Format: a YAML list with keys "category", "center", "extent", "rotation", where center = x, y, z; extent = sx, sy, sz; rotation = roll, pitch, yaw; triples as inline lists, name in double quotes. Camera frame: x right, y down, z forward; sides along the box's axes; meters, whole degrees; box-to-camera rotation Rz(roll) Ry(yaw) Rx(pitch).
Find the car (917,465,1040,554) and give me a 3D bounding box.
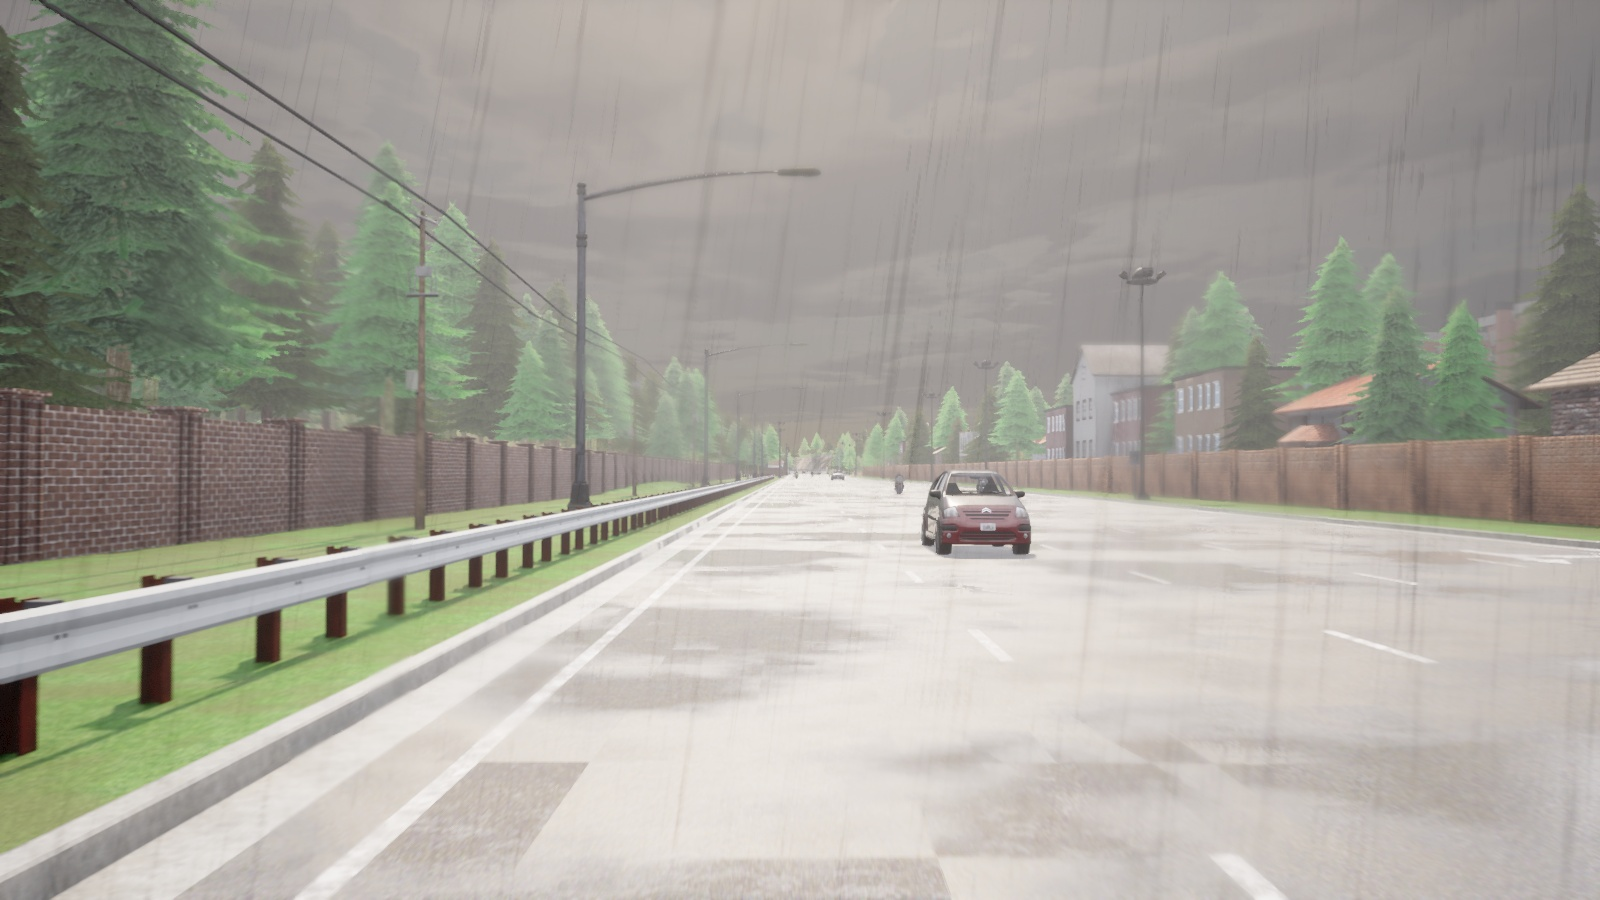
- category: "car"
  center: [3.438, 1.115, 24.861]
  extent: [1.851, 1.617, 3.988]
  rotation: [0, -1, 0]
